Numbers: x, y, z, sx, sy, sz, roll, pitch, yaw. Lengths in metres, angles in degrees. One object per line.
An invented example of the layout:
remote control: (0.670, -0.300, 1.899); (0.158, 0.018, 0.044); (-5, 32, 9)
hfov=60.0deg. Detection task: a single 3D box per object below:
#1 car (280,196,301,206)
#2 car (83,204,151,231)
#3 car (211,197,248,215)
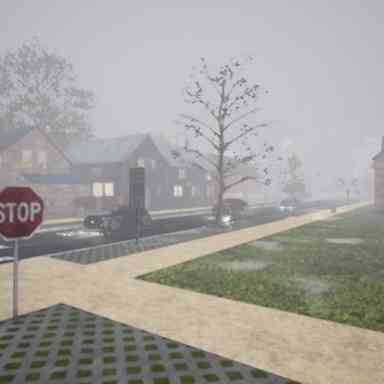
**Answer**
car: (13.978, 1.300, 47.039); (1.994, 1.385, 4.181); (1, 1, 34)
car: (-4.348, 1.432, 19.849); (1.994, 1.385, 4.181); (1, 1, 34)
car: (3.695, 1.270, 31.869); (1.882, 1.535, 5.008); (1, 1, 34)
